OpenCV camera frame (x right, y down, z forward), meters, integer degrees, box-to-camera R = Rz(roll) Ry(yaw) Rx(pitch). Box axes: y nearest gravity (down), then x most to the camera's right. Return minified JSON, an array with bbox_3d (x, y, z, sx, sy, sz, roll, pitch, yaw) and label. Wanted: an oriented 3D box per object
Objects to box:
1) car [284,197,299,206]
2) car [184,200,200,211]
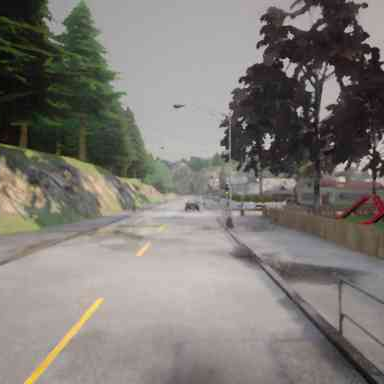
[{"bbox_3d":[15.729,1.551,53.372,1.994,1.381,4.181,0,0,0],"label":"car"},{"bbox_3d":[0.046,1.733,43.572,1.812,1.442,4.674,0,0,0],"label":"car"}]
